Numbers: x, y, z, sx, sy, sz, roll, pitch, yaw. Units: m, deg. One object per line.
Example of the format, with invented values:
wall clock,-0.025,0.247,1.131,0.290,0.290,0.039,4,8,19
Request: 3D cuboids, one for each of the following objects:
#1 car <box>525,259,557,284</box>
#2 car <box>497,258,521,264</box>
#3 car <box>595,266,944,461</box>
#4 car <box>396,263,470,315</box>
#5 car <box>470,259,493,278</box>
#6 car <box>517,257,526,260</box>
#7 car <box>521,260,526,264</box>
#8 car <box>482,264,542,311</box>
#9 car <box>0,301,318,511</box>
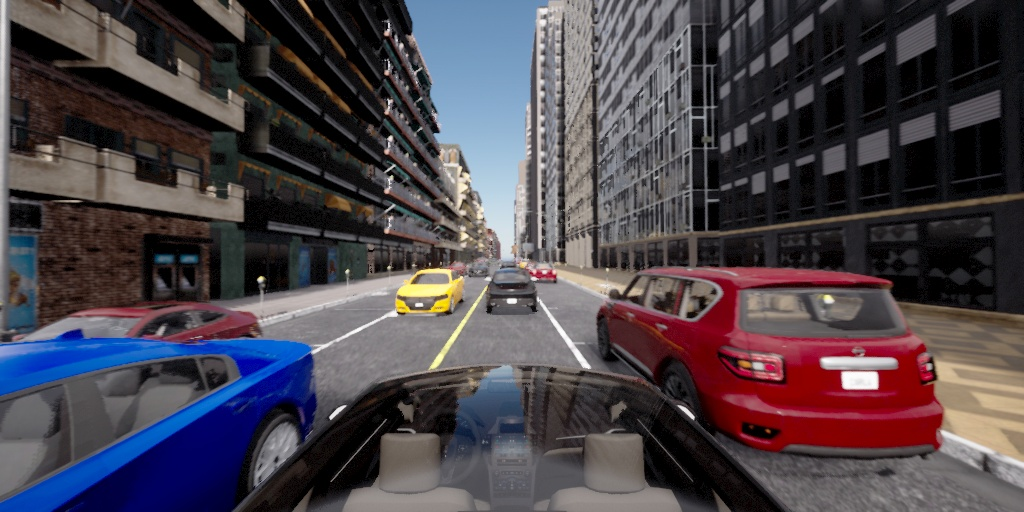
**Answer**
car,2.280,1.195,27.319,1.967,1.591,4.097,0,0,-1
car,-0.342,1.289,38.296,1.837,1.490,4.892,0,1,0
car,2.677,1.053,5.183,2.192,1.841,5.009,0,0,-1
car,-2.976,1.247,13.897,1.882,1.535,5.008,0,1,-1
car,-3.144,1.300,35.219,1.837,1.490,4.892,0,-1,0
car,2.104,1.258,56.709,1.801,1.575,5.366,0,0,-1
car,2.146,1.353,38.391,1.802,1.307,4.207,0,0,-1
car,-0.033,1.260,14.390,1.837,1.490,4.892,0,0,-1
car,-2.827,1.241,1.483,1.882,1.535,5.008,0,0,-1
